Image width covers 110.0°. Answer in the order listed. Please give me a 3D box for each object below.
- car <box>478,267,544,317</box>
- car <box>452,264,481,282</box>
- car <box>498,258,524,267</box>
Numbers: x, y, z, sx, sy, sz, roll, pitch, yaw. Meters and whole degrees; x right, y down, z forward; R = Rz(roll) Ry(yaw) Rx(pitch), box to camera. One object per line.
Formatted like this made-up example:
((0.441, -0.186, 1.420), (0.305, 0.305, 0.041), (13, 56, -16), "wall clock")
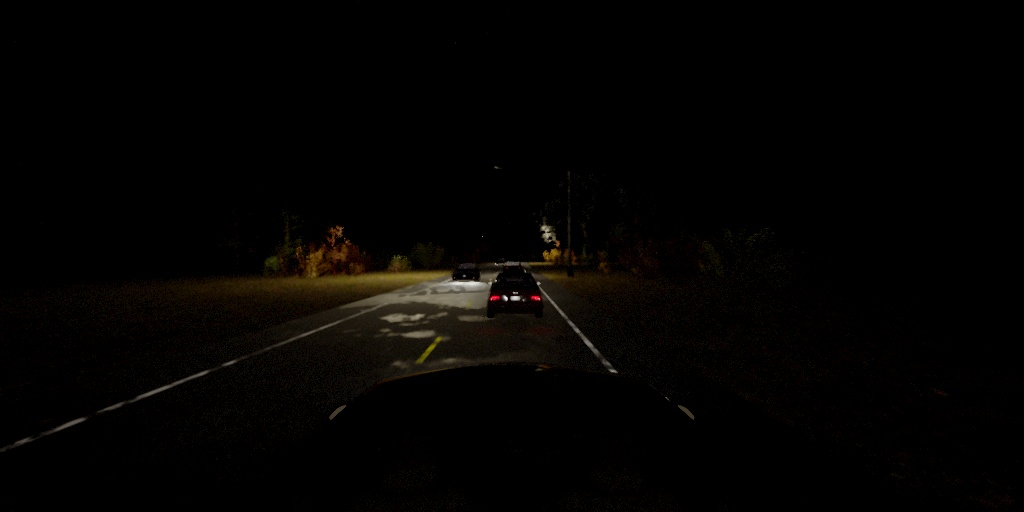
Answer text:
((0.097, 1.299, 13.103), (2.033, 1.411, 5.357), (0, 0, 0), "car")
((-3.602, 1.317, 29.029), (1.994, 1.385, 4.181), (0, 0, 0), "car")
((0.092, 1.246, 33.027), (2.128, 1.511, 4.902), (0, 0, 0), "car")
